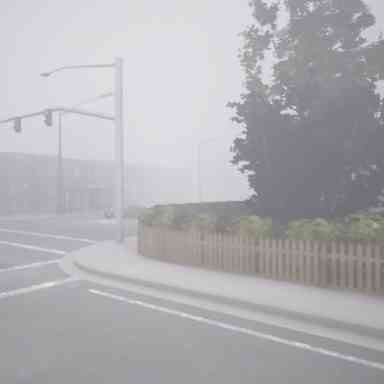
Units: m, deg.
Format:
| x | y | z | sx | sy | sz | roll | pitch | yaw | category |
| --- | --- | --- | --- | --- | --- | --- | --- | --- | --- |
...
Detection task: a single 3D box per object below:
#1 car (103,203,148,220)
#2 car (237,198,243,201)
| x | y | z | sx | sy | sz | roll | pitch | yaw | category |
| --- | --- | --- | --- | --- | --- | --- | --- | --- | --- |
| -5.661 | 1.666 | 28.996 | 1.994 | 1.385 | 4.181 | 0 | 0 | 35 | car |
| 7.409 | 1.608 | 47.342 | 1.837 | 1.490 | 4.892 | 0 | -1 | 36 | car |
